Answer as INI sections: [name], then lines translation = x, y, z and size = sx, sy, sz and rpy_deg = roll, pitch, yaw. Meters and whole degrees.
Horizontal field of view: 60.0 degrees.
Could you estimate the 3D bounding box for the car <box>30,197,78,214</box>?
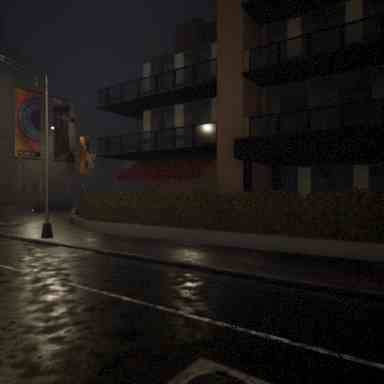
[car]
translation = -14.020, 1.505, 34.205
size = 1.837, 1.490, 4.892
rpy_deg = 0, 0, 35
